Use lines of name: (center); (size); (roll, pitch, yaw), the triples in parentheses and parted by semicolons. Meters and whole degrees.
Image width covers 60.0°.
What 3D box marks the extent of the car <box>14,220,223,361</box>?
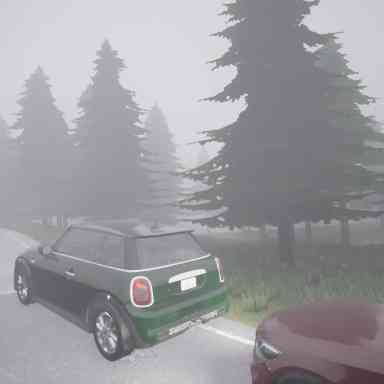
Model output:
car: (-1.577, 1.308, 6.219); (4.553, 1.767, 2.097); (1, 1, 44)

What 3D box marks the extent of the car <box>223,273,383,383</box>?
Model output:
car: (2.749, 1.531, 2.595); (4.674, 1.442, 1.812); (1, 0, 36)
